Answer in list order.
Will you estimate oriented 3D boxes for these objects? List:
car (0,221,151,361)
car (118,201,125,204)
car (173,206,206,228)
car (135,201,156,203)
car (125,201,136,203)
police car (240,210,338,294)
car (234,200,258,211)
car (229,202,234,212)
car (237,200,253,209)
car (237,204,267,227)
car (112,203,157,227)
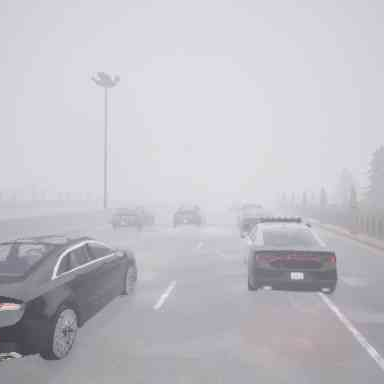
[{"bbox_3d":[-2.450,1.546,6.059,2.128,1.511,4.902,0,-1,7],"label":"car"},{"bbox_3d":[-11.911,2.274,60.057,1.895,1.301,4.718,0,-1,16],"label":"car"},{"bbox_3d":[-0.130,1.746,24.243,2.128,1.511,4.902,0,-1,7],"label":"car"},{"bbox_3d":[-6.715,2.172,52.293,1.895,1.301,4.718,0,-1,13],"label":"car"},{"bbox_3d":[-9.094,2.233,57.132,1.895,1.301,4.718,0,-1,15],"label":"car"},{"bbox_3d":[2.445,1.513,9.264,1.930,1.638,5.238,0,-1,7],"label":"police car"},{"bbox_3d":[4.452,1.611,24.997,2.097,1.767,4.553,0,-1,7],"label":"car"},{"bbox_3d":[6.179,2.024,45.419,2.033,1.411,5.357,0,-1,13],"label":"car"},{"bbox_3d":[9.258,2.114,57.617,1.812,1.442,4.674,0,-1,21],"label":"car"},{"bbox_3d":[3.697,1.673,19.074,1.882,1.535,5.008,0,-1,7],"label":"car"},{"bbox_3d":[-3.874,1.730,22.547,2.128,1.511,4.902,0,-1,7],"label":"car"}]
